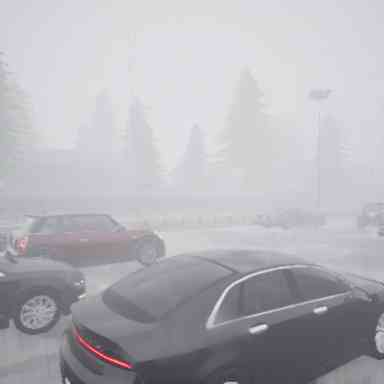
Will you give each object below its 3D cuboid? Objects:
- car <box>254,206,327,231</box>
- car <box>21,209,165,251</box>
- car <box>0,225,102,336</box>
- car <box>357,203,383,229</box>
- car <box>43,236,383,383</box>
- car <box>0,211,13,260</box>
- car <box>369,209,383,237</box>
[{"bbox_3d":[6.341,1.629,21.169,5.357,1.411,2.033,0,0,-35],"label":"car"},{"bbox_3d":[-3.044,1.368,10.175,4.553,1.767,2.097,0,0,-36],"label":"car"},{"bbox_3d":[-4.131,1.502,5.100,4.892,1.490,1.837,0,0,-35],"label":"car"},{"bbox_3d":[12.615,1.459,21.343,4.553,1.767,2.097,0,0,-35],"label":"car"},{"bbox_3d":[0.891,1.520,4.383,4.892,1.490,1.837,0,0,-36],"label":"car"},{"bbox_3d":[-8.620,1.473,10.494,5.008,1.535,1.882,0,0,-35],"label":"car"},{"bbox_3d":[10.905,1.632,15.824,5.357,1.411,2.033,0,0,-36],"label":"car"}]
